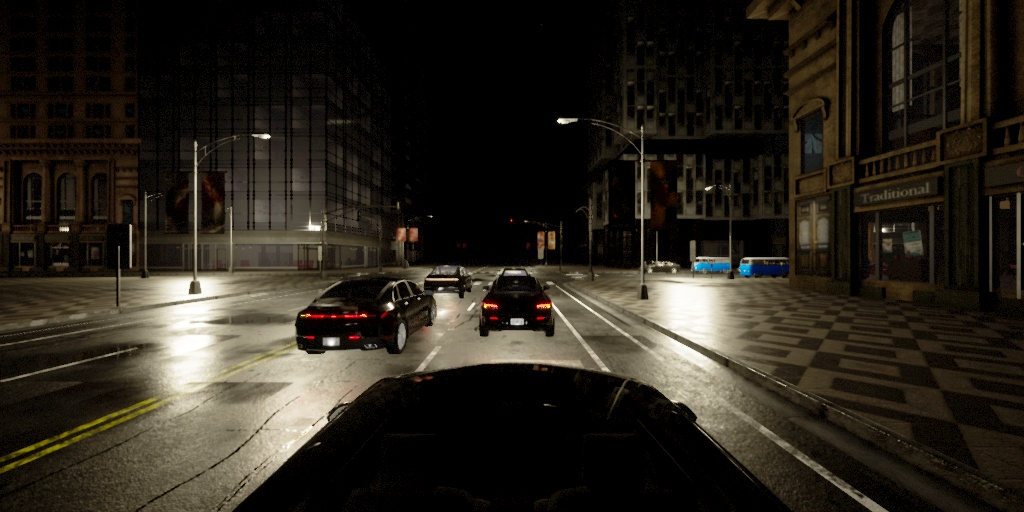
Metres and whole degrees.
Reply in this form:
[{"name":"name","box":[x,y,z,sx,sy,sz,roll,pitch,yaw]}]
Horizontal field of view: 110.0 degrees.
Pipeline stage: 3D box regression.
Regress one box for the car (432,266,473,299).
[{"name":"car","box":[-3.104,1.234,18.067,2.128,1.511,4.902,0,0,0]}]

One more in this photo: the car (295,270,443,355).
[{"name":"car","box":[-3.133,1.251,8.654,1.837,1.490,4.892,0,0,0]}]

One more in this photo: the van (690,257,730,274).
[{"name":"van","box":[21.604,1.026,38.857,3.998,1.789,1.690,0,0,0]}]

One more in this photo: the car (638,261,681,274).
[{"name":"car","box":[15.985,1.247,38.898,4.403,1.370,2.007,0,0,0]}]

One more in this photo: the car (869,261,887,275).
[{"name":"car","box":[32.781,1.239,30.251,4.207,1.307,1.802,0,0,0]}]

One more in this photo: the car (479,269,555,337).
[{"name":"car","box":[0.124,1.272,10.147,1.812,1.442,4.674,0,0,0]}]

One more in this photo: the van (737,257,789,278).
[{"name":"van","box":[21.544,1.019,30.332,3.998,1.789,1.690,0,0,0]}]
